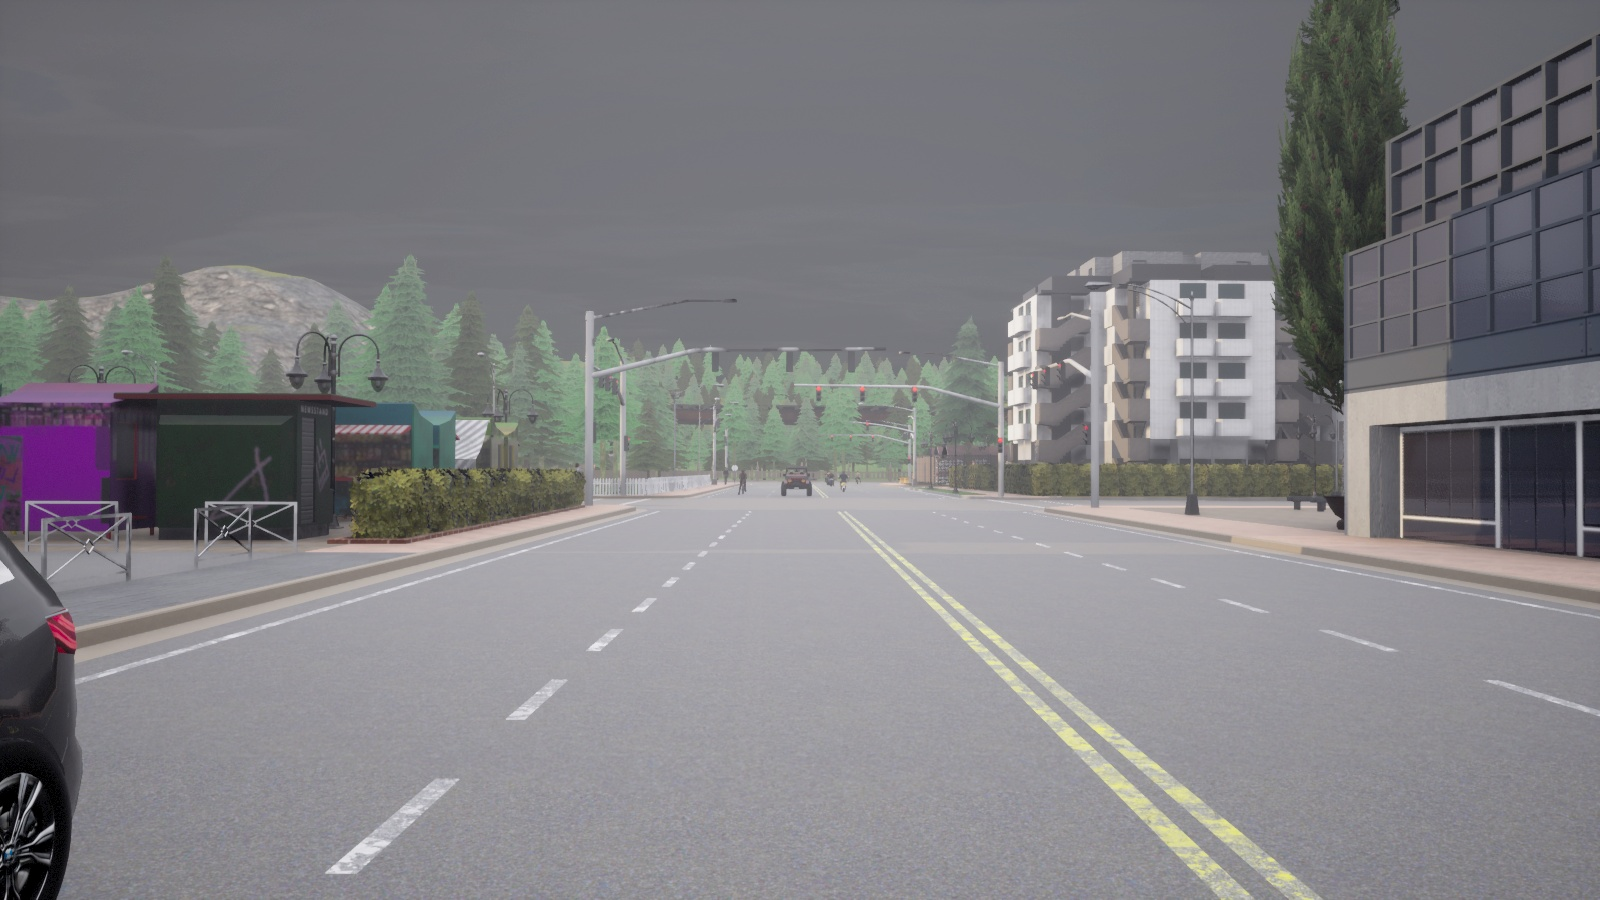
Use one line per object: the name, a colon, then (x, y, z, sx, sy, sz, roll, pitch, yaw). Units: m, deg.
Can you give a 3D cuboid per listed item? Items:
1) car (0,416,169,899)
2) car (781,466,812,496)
car: (-3.507, 0.714, 2.453, 2.242, 1.667, 4.611, 0, -1, 0)
car: (-0.200, 1.930, 78.718, 1.905, 1.878, 3.866, 0, -1, 0)
